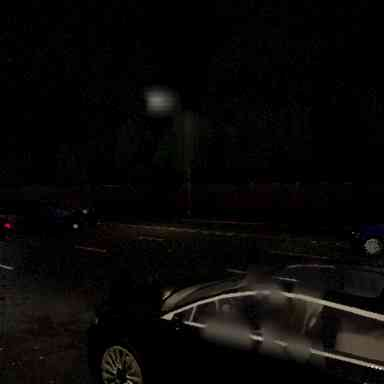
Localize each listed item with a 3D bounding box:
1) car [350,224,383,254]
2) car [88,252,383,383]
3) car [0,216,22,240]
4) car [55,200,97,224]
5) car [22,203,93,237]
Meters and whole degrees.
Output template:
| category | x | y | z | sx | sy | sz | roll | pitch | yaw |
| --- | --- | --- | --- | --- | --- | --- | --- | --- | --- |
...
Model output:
| category | x | y | z | sx | sy | sz | roll | pitch | yaw |
| --- | --- | --- | --- | --- | --- | --- | --- | --- | --- |
| car | 8.038 | 1.477 | 11.155 | 5.008 | 1.535 | 1.882 | 0 | 0 | 36 |
| car | 1.000 | 1.492 | 3.280 | 4.902 | 1.511 | 2.128 | 0 | 0 | 36 |
| car | -10.654 | 1.561 | 15.901 | 5.357 | 1.411 | 2.033 | 0 | 0 | 36 |
| car | -8.758 | 1.367 | 23.148 | 4.553 | 1.767 | 2.097 | 0 | 0 | 36 |
| car | -7.753 | 1.538 | 18.131 | 4.674 | 1.442 | 1.812 | 0 | 0 | 36 |
